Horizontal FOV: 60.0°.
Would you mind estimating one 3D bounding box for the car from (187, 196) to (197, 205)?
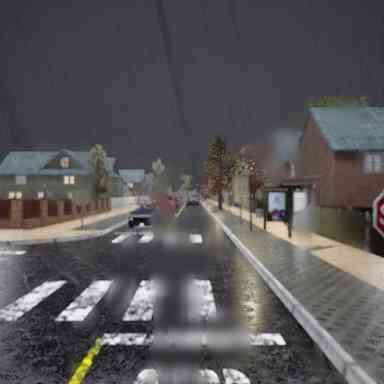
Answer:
[{"bbox_3d":[0.030,1.596,64.158,1.837,1.490,4.892,0,0,0],"label":"car"}]

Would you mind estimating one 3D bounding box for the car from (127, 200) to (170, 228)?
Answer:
[{"bbox_3d":[-2.874,1.511,22.134,2.033,1.411,5.357,0,0,1],"label":"car"}]

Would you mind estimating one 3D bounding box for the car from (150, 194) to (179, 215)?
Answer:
[{"bbox_3d":[-2.824,1.193,33.143,2.150,2.045,5.566,0,0,1],"label":"car"}]

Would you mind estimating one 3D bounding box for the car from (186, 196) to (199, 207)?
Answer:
[{"bbox_3d":[0.123,1.601,53.191,1.994,1.385,4.181,0,0,-1],"label":"car"}]

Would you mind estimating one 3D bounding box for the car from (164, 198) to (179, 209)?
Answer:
[{"bbox_3d":[-2.813,1.538,46.738,1.812,1.442,4.674,0,0,0],"label":"car"}]
